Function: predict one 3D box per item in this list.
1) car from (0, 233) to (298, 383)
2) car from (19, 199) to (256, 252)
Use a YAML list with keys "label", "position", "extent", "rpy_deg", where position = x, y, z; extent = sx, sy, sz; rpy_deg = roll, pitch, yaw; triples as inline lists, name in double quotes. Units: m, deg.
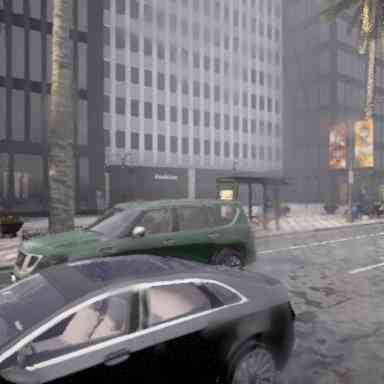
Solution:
- label: "car"
  position: [-1.035, 1.486, 3.252]
  extent: [4.902, 1.511, 2.128]
  rpy_deg: [0, 0, -35]
- label: "car"
  position: [-0.959, 1.203, 7.603]
  extent: [5.566, 2.045, 2.150]
  rpy_deg: [0, 0, -35]
